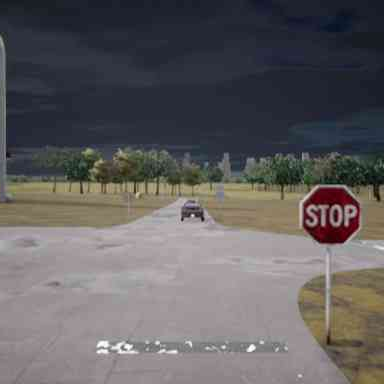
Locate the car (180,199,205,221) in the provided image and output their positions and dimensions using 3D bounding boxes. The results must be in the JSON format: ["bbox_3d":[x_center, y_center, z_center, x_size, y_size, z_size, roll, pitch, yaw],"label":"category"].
[{"bbox_3d":[0.050,1.620,28.776,1.837,1.490,4.892,0,0,0],"label":"car"}]
